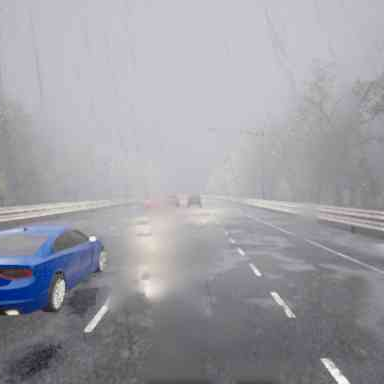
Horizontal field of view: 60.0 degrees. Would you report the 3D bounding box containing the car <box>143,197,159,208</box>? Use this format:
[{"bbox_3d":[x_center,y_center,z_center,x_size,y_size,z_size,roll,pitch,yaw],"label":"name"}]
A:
[{"bbox_3d":[-6.576,1.549,53.611,2.097,1.767,4.553,0,0,0],"label":"car"}]

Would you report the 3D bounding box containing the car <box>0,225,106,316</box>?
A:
[{"bbox_3d":[-3.437,1.507,7.715,1.882,1.535,5.008,0,0,0],"label":"car"}]

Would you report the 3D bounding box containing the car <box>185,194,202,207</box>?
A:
[{"bbox_3d":[0.425,1.392,53.564,2.150,2.045,5.566,0,0,0],"label":"car"}]

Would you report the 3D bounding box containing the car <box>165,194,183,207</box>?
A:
[{"bbox_3d":[-3.075,1.406,53.653,2.150,2.045,5.566,0,0,0],"label":"car"}]

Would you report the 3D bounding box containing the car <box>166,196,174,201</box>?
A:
[{"bbox_3d":[-6.246,1.839,95.428,1.882,1.535,5.008,0,0,0],"label":"car"}]
